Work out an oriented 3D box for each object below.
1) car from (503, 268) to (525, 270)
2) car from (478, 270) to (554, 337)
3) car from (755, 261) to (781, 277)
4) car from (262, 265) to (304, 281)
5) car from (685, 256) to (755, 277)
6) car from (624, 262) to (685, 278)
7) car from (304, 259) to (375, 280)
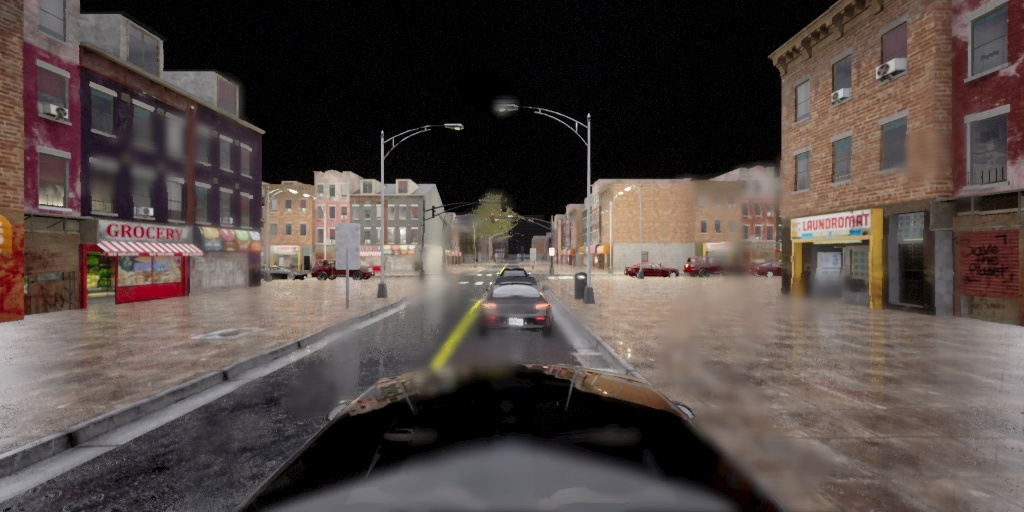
[{"bbox_3d":[0.104,1.322,18.887,1.994,1.385,4.181,0,0,0],"label":"car"},{"bbox_3d":[0.099,1.278,10.127,1.812,1.442,4.674,0,0,0],"label":"car"},{"bbox_3d":[22.822,1.142,30.758,4.507,1.381,1.888,0,0,0],"label":"car"},{"bbox_3d":[-19.880,1.473,30.693,4.313,1.339,1.948,0,0,0],"label":"car"},{"bbox_3d":[17.388,0.948,30.750,5.009,1.841,2.192,0,0,0],"label":"car"},{"bbox_3d":[11.954,1.217,30.741,4.507,1.381,1.888,0,0,0],"label":"car"},{"bbox_3d":[-14.454,1.180,30.701,5.009,1.841,2.192,0,0,0],"label":"car"}]
